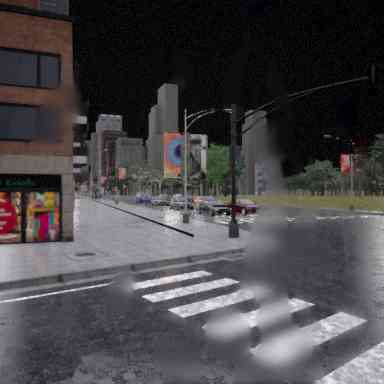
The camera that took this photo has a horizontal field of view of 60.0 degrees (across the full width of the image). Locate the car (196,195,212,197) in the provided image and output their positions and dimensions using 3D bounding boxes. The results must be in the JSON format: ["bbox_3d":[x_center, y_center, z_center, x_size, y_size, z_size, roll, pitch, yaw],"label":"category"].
[{"bbox_3d":[1.803,1.219,40.689,2.097,1.767,4.553,0,0,-20],"label":"car"}]

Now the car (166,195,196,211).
[{"bbox_3d":[-1.300,1.444,39.703,1.994,1.385,4.181,0,0,-20],"label":"car"}]

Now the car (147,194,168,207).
[{"bbox_3d":[-4.763,1.421,49.060,1.994,1.385,4.181,0,0,-21],"label":"car"}]

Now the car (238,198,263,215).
[{"bbox_3d":[4.977,1.366,32.207,1.882,1.535,5.008,0,0,-21],"label":"car"}]

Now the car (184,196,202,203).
[{"bbox_3d":[0.186,1.392,64.035,1.895,1.301,4.718,0,0,-20],"label":"car"}]

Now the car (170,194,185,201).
[{"bbox_3d":[-3.268,1.151,73.348,1.882,1.535,5.008,0,0,-20],"label":"car"}]

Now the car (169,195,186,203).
[{"bbox_3d":[-2.851,1.330,62.878,1.812,1.442,4.674,0,0,-20],"label":"car"}]

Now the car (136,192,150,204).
[{"bbox_3d":[-8.617,1.057,59.583,2.150,2.045,5.566,0,0,-20],"label":"car"}]

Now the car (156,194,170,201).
[{"bbox_3d":[-6.315,1.187,72.218,1.837,1.490,4.892,0,0,-20],"label":"car"}]

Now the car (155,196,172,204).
[{"bbox_3d":[-5.190,1.386,59.670,1.994,1.385,4.181,0,0,-20],"label":"car"}]

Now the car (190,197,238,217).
[{"bbox_3d":[1.905,1.449,31.066,2.033,1.411,5.357,0,0,-20],"label":"car"}]
